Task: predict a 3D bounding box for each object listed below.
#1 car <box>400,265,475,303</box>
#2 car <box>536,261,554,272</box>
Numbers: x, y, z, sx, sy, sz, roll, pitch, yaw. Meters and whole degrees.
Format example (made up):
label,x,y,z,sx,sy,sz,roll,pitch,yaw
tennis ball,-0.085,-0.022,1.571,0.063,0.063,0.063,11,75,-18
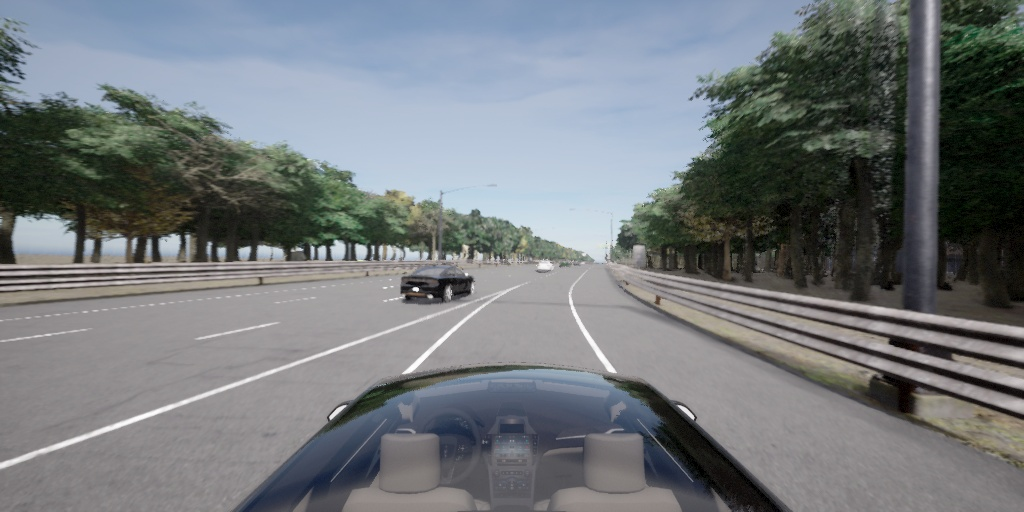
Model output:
label,x,y,z,sx,sy,sz,roll,pitch,yaw
car,-3.215,1.174,16.528,1.882,1.535,5.008,1,0,14
car,4.578,1.397,48.748,1.812,1.442,4.674,1,0,14
